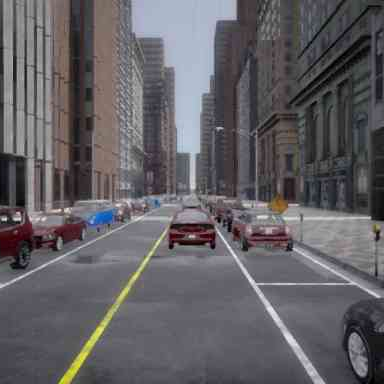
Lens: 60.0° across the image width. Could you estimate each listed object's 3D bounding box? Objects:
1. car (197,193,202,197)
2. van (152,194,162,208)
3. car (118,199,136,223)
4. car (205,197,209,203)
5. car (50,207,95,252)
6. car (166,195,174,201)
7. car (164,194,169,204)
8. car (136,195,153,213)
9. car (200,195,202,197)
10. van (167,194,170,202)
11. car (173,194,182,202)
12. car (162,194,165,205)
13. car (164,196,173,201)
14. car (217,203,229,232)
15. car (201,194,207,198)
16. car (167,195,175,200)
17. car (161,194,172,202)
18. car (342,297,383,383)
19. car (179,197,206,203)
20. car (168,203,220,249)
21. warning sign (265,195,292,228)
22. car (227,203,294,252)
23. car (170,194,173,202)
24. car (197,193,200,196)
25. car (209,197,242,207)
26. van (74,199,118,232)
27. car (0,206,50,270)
[{"bbox_3d":[2.760,1.590,75.865,1.802,1.307,4.206,0,0,0],"label":"car"},{"bbox_3d":[-5.766,1.340,47.676,1.690,1.788,3.998,0,0,0],"label":"van"},{"bbox_3d":[-5.765,1.439,25.129,1.967,1.590,4.097,0,0,0],"label":"car"},{"bbox_3d":[2.760,1.564,36.411,1.947,1.339,4.313,0,0,0],"label":"car"},{"bbox_3d":[-5.765,1.544,13.856,1.887,1.381,4.507,0,0,0],"label":"car"},{"bbox_3d":[-5.765,1.579,87.132,1.947,1.339,4.313,0,0,0],"label":"car"},{"bbox_3d":[-5.765,1.552,58.948,2.008,1.369,4.403,0,0,0],"label":"car"},{"bbox_3d":[-5.765,1.439,36.403,1.967,1.590,4.097,0,0,0],"label":"car"},{"bbox_3d":[2.760,1.567,58.955,1.947,1.339,4.313,0,0,0],"label":"car"},{"bbox_3d":[-5.766,1.344,64.585,1.690,1.788,3.998,0,0,0],"label":"van"},{"bbox_3d":[-3.000,1.487,75.928,2.128,1.511,4.902,0,0,0],"label":"car"},{"bbox_3d":[-5.765,1.525,53.143,1.752,1.417,4.829,0,0,0],"label":"car"},{"bbox_3d":[-5.765,1.577,81.496,1.947,1.339,4.313,0,0,0],"label":"car"},{"bbox_3d":[2.760,1.565,19.502,1.947,1.339,4.313,0,0,0],"label":"car"},{"bbox_3d":[2.760,1.439,47.683,1.967,1.590,4.097,0,0,0],"label":"car"},{"bbox_3d":[-5.765,1.568,92.768,2.008,1.369,4.403,0,0,0],"label":"car"},{"bbox_3d":[-5.766,1.323,75.859,2.192,1.841,5.009,0,0,0],"label":"car"},{"bbox_3d":[2.760,1.550,2.593,2.008,1.369,4.403,0,0,0],"label":"car"},{"bbox_3d":[0.000,1.516,29.651,1.837,1.490,4.892,0,0,0],"label":"car"},{"bbox_3d":[0.000,1.485,14.651,1.882,1.535,5.008,0,0,0],"label":"car"},{"bbox_3d":[5.071,1.114,19.659,1.300,1.860,1.060,0,0,0],"label":"warning sign"},{"bbox_3d":[2.760,1.439,13.865,1.967,1.590,4.097,0,0,0],"label":"car"},{"bbox_3d":[-5.766,1.446,70.222,1.967,1.590,4.097,0,0,0],"label":"car"},{"bbox_3d":[2.760,1.595,87.137,1.802,1.307,4.206,0,0,0],"label":"car"},{"bbox_3d":[2.759,1.314,25.138,2.192,1.841,5.009,0,0,0],"label":"car"},{"bbox_3d":[-5.766,1.340,19.492,1.690,1.788,3.998,0,0,0],"label":"van"},{"bbox_3d":[-5.766,1.314,8.218,2.192,1.841,5.009,0,0,0],"label":"car"}]
